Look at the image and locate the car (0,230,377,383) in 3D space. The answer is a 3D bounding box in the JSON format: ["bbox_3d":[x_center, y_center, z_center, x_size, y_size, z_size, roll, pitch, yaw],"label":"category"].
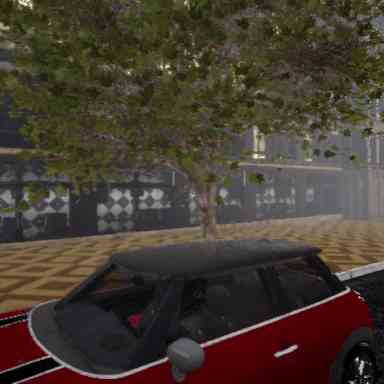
[{"bbox_3d":[-0.251,1.348,3.187,4.553,1.767,2.097,0,0,-35],"label":"car"}]
